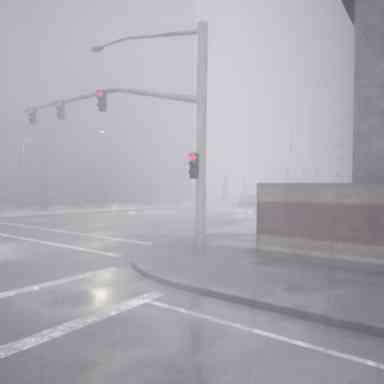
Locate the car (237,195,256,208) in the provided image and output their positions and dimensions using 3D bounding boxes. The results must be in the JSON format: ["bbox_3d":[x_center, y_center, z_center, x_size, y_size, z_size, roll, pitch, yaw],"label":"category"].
[{"bbox_3d":[7.593,1.124,42.481,2.097,1.767,4.553,1,1,36],"label":"car"}]
